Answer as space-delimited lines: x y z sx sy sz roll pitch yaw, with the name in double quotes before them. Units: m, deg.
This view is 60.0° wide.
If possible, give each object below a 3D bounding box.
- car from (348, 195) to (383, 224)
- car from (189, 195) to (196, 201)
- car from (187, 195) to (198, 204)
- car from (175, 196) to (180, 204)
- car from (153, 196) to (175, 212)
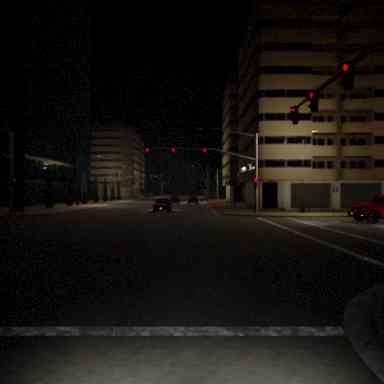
"car" 14.460 1.210 24.343 5.566 2.045 2.150 0 0 0
"car" 0.114 1.462 80.773 1.837 1.490 4.892 0 0 0
"car" 0.173 1.496 63.020 1.812 1.442 4.674 0 0 0
"car" -3.311 1.448 63.429 1.882 1.535 5.008 0 0 0
"car" -3.346 1.487 38.158 1.837 1.490 4.892 0 0 0
